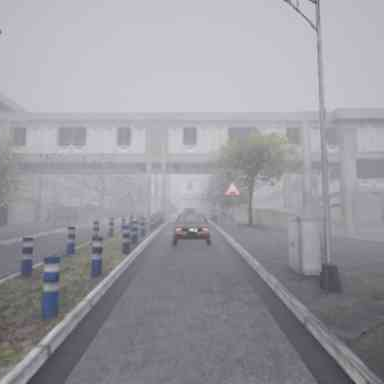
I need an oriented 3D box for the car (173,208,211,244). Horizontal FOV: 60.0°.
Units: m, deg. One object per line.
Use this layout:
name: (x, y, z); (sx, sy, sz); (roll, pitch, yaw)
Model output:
car: (-0.028, 1.773, 17.082); (2.033, 1.411, 5.357); (0, -1, -1)
